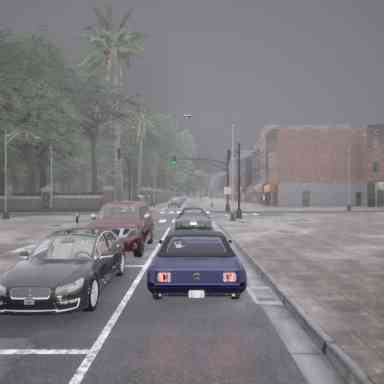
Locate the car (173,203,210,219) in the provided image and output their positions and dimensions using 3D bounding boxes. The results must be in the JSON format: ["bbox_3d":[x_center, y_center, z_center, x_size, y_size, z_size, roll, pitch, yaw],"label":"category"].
[{"bbox_3d":[0.059,1.573,18.962,1.994,1.385,4.181,0,0,0],"label":"car"}]

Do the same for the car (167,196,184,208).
[{"bbox_3d":[-2.724,1.542,51.201,1.967,1.590,4.097,0,0,0],"label":"car"}]

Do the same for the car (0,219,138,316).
[{"bbox_3d":[-2.650,1.551,7.588,2.008,1.369,4.403,0,0,0],"label":"car"}]

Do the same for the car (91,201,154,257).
[{"bbox_3d":[-2.660,1.318,13.052,2.192,1.841,5.009,0,0,0],"label":"car"}]

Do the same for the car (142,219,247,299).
[{"bbox_3d":[0.086,1.601,8.374,1.895,1.301,4.718,0,0,0],"label":"car"}]
